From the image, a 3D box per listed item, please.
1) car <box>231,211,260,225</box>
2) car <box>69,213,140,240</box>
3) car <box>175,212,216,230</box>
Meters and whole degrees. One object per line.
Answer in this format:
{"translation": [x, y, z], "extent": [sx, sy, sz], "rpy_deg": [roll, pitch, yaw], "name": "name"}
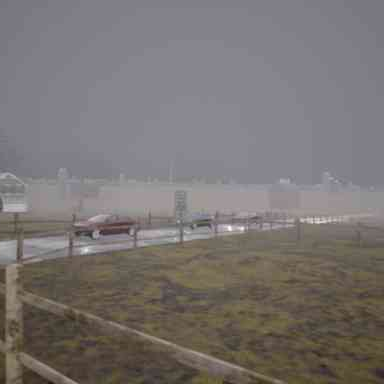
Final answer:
{"translation": [6.324, 3.024, 38.802], "extent": [1.882, 1.535, 5.008], "rpy_deg": [1, -2, 35], "name": "car"}
{"translation": [-5.558, 2.124, 21.582], "extent": [1.882, 1.535, 5.008], "rpy_deg": [1, -2, 34], "name": "car"}
{"translation": [0.393, 2.588, 30.231], "extent": [2.128, 1.511, 4.902], "rpy_deg": [1, -2, 35], "name": "car"}
